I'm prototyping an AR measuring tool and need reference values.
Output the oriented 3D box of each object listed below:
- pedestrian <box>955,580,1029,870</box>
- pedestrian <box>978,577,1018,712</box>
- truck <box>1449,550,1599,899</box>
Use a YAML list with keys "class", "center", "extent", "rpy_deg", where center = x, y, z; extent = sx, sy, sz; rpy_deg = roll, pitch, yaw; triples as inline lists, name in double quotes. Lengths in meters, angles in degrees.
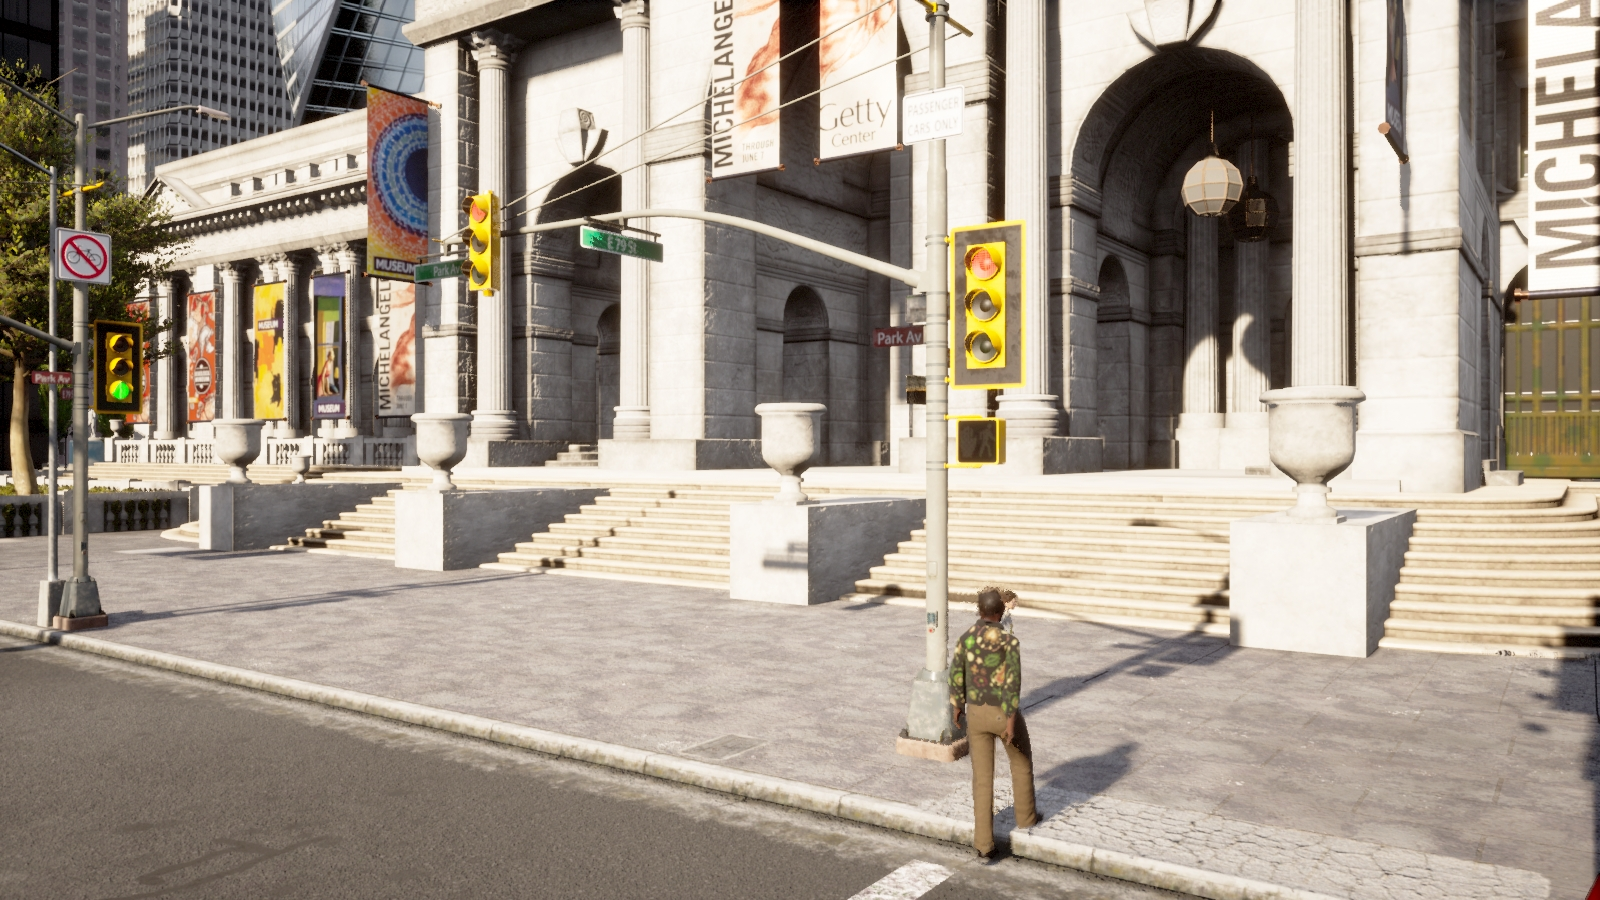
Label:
- class: "pedestrian"
  center: [1.312, 1.844, 7.802]
  extent: [0.375, 1.860, 0.375]
  rpy_deg: [0, 0, 33]
- class: "pedestrian"
  center: [2.028, 1.974, 11.666]
  extent: [0.375, 1.300, 0.375]
  rpy_deg: [0, 0, 14]
- class: "truck"
  center: [3.765, 1.573, 1.144]
  extent: [5.204, 2.467, 2.627]
  rpy_deg: [0, 0, 35]
